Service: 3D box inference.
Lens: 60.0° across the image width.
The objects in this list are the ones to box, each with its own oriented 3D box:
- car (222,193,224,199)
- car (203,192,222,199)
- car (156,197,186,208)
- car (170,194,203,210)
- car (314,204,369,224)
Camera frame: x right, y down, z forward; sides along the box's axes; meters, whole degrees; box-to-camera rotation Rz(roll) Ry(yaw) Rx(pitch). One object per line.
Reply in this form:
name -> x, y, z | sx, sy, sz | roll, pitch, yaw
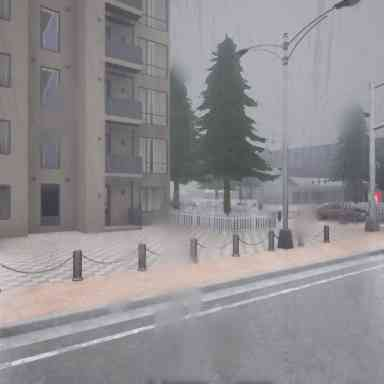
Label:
car -> 7.498, 1.092, 94.724 | 1.905, 1.878, 3.866 | 0, 0, -37
car -> 5.411, 1.113, 92.661 | 1.932, 1.855, 4.605 | 0, 0, -37
car -> -3.246, 1.563, 50.381 | 2.033, 1.411, 5.357 | 0, 0, -37
car -> -1.195, 1.366, 41.606 | 2.097, 1.767, 4.553 | 0, 0, -37
car -> 11.352, 1.579, 25.003 | 1.994, 1.385, 4.181 | 0, 0, -37
